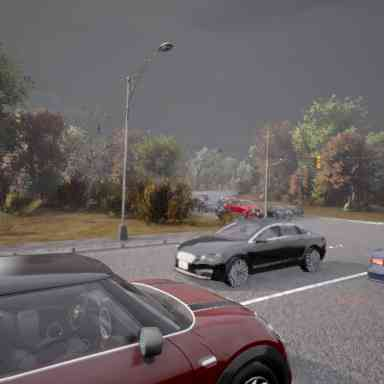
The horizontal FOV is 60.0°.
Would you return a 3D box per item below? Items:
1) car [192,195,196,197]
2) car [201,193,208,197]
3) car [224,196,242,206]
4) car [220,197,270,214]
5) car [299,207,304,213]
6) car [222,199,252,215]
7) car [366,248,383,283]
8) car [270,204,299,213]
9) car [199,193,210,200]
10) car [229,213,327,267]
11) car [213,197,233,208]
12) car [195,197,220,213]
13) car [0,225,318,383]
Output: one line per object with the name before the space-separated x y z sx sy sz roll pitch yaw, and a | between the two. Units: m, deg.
car | -0.839 1.372 54.967 2.150 2.045 5.566 2 2 -13
car | 1.001 1.316 63.631 2.097 1.767 4.553 2 2 -10
car | 7.971 1.721 65.302 2.128 1.511 4.902 2 2 -10
car | 5.533 1.809 35.657 2.150 2.045 5.566 3 -1 -22
car | 13.170 2.467 45.372 2.128 1.511 4.902 3 0 -20
car | 5.939 1.993 44.413 2.097 1.767 4.553 3 0 -19
car | 6.540 1.662 8.442 5.357 1.411 2.033 2 -1 -36
car | 9.034 2.096 36.440 2.097 1.767 4.553 3 -1 -23
car | 2.862 1.043 78.373 2.128 1.511 4.902 2 2 -1
car | 1.812 1.545 9.470 4.902 1.511 2.128 1 -1 -34
car | 5.460 1.872 59.436 2.033 1.411 5.357 2 2 -12
car | 2.042 1.961 44.918 1.837 1.490 4.892 3 0 -18
car | -1.211 1.354 2.883 4.553 1.767 2.097 0 0 -36
